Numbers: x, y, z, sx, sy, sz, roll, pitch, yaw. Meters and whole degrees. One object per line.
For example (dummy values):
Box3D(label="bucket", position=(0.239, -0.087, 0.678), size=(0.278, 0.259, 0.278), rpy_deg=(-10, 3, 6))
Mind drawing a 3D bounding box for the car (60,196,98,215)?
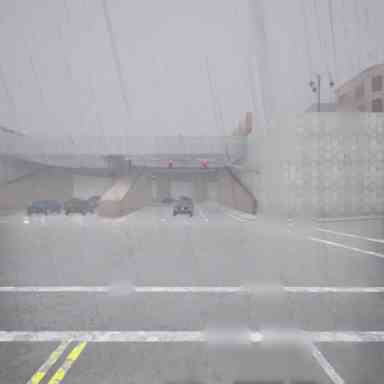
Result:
Box3D(label="car", position=(-11.327, 1.505, 33.746), size=(1.837, 1.490, 4.892), rpy_deg=(0, 0, -1))

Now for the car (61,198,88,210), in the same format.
Box3D(label="car", position=(-15.065, 1.505, 42.976), size=(1.837, 1.490, 4.892), rpy_deg=(0, 0, -1))

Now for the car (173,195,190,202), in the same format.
Box3D(label="car", position=(-2.353, 1.524, 74.694), size=(1.812, 1.442, 4.674), rpy_deg=(0, 0, 24))

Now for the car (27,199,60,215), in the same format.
Box3D(label="car", position=(-14.825, 1.478, 33.630), size=(1.882, 1.535, 5.008), rpy_deg=(0, 0, -1))

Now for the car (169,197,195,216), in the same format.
Box3D(label="car", position=(-0.778, 1.547, 32.316), size=(2.033, 1.411, 5.357), rpy_deg=(0, 0, 1))

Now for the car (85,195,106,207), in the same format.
Box3D(label="car", position=(-15.284, 1.352, 53.042), size=(2.097, 1.767, 4.553), rpy_deg=(0, 0, -1))

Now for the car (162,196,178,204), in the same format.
Box3D(label="car", position=(-4.525, 1.547, 64.337), size=(2.033, 1.411, 5.357), rpy_deg=(0, 0, 5))

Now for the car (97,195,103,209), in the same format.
Box3D(label="car", position=(-11.560, 1.352, 42.876), size=(2.097, 1.767, 4.553), rpy_deg=(0, 0, -1))
